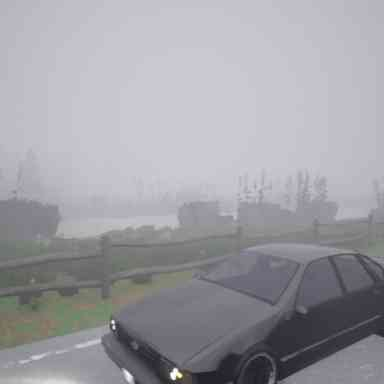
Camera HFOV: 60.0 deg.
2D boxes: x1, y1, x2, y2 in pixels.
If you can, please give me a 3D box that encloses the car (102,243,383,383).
[{"bbox_3d":[1.486,1.549,5.053,5.357,1.411,2.033,0,0,-36],"label":"car"}]
